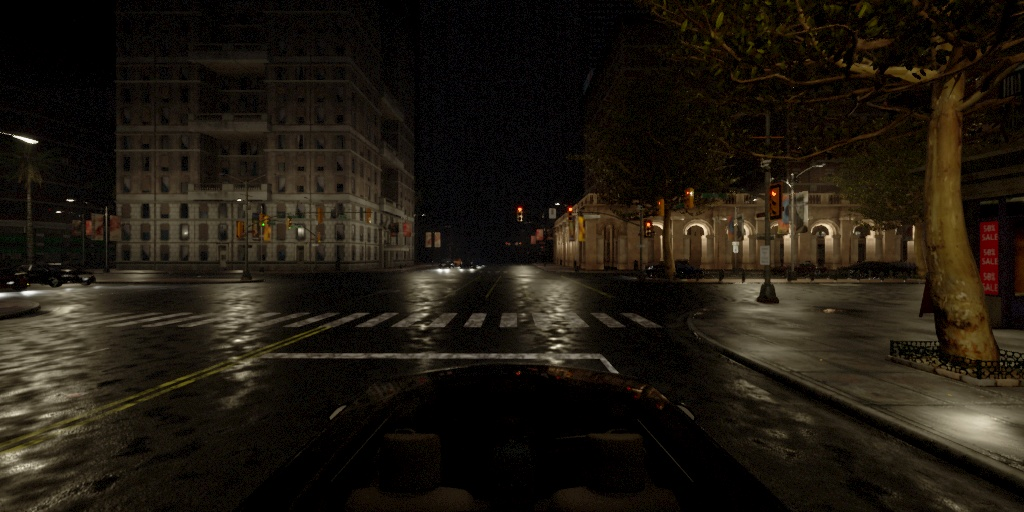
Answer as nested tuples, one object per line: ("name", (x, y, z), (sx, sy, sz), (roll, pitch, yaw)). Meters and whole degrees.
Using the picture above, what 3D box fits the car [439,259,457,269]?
("car", (-10.412, 1.241, 57.249), (2.128, 1.511, 4.902), (0, 0, 1))

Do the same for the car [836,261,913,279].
("car", (30.969, 1.227, 31.086), (5.008, 1.535, 1.882), (0, 0, 1))

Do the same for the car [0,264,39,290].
("car", (-29.793, 1.314, 19.910), (4.181, 1.385, 1.994), (0, 0, 1))

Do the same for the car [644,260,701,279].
("car", (14.157, 1.314, 31.231), (4.181, 1.385, 1.994), (0, 0, 0))

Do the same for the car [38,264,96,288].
("car", (-30.233, 1.241, 23.421), (4.902, 1.511, 2.128), (0, 0, 1))

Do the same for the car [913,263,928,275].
("car", (37.201, 1.297, 34.531), (5.357, 1.411, 2.033), (0, 0, 1))

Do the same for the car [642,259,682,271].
("car", (15.032, 1.102, 34.723), (4.553, 1.767, 2.097), (0, 0, 0))

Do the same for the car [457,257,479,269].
("car", (-6.916, 1.102, 56.804), (2.097, 1.767, 4.553), (0, 0, 1))
